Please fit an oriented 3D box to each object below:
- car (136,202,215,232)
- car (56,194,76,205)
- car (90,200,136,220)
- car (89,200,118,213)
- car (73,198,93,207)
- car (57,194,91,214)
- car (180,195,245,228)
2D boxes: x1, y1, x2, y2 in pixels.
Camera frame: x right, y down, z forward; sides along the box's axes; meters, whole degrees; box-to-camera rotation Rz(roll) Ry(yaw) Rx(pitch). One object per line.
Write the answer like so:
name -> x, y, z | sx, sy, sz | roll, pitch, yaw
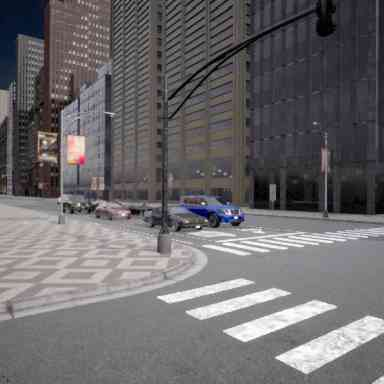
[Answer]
car -> -1.197, 1.567, 20.769 | 2.033, 1.411, 5.357 | 1, -1, -35
car -> -24.738, 1.489, 65.205 | 2.150, 2.045, 5.566 | 1, -1, -36
car -> -6.893, 1.584, 28.736 | 1.812, 1.442, 4.674 | 1, -1, -36
car -> -10.605, 1.651, 39.531 | 1.812, 1.442, 4.674 | 1, -1, -35
car -> -18.686, 1.733, 56.745 | 1.837, 1.490, 4.892 | 1, -1, -36
car -> -13.117, 1.322, 37.461 | 2.150, 2.045, 5.566 | 1, -1, -36
car -> 1.131, 1.267, 23.092 | 2.150, 2.045, 5.566 | 1, -1, -36
